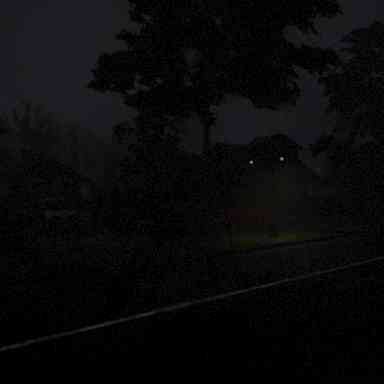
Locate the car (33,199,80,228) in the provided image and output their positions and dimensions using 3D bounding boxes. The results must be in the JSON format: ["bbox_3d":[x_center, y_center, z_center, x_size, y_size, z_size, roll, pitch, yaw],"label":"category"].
[{"bbox_3d":[-7.803,1.147,19.048,1.970,1.475,3.806,0,0,-35],"label":"car"}]
